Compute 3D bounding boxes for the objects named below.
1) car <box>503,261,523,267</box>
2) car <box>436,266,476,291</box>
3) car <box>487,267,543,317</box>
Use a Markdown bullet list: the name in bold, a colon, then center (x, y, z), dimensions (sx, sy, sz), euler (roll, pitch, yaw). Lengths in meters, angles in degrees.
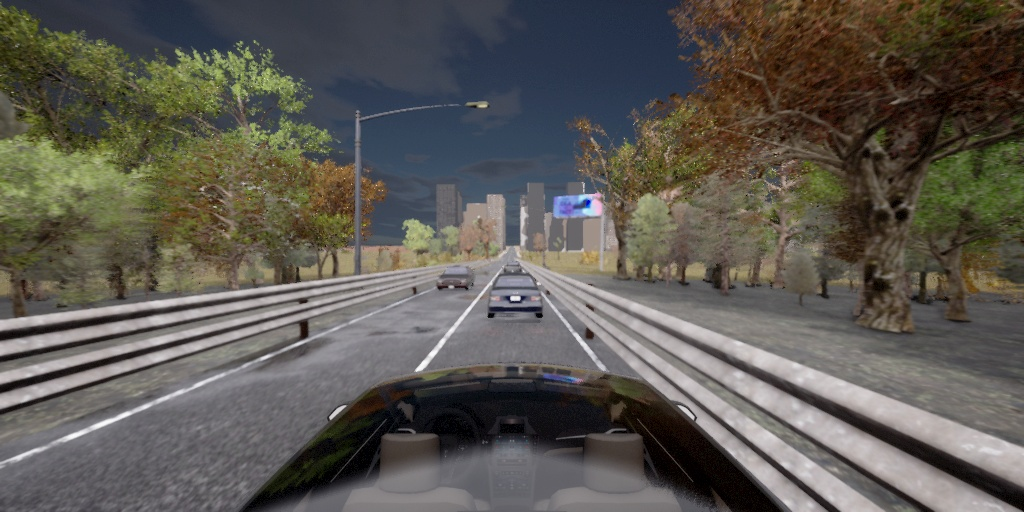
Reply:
- **car**: center (0.083, 1.297, 37.191), dimensions (2.128, 1.511, 4.902), euler (0, 0, 0)
- **car**: center (-3.352, 1.330, 22.457), dimensions (2.033, 1.411, 5.357), euler (0, 0, 0)
- **car**: center (0.100, 1.316, 13.212), dimensions (2.033, 1.411, 5.357), euler (0, 0, 0)
